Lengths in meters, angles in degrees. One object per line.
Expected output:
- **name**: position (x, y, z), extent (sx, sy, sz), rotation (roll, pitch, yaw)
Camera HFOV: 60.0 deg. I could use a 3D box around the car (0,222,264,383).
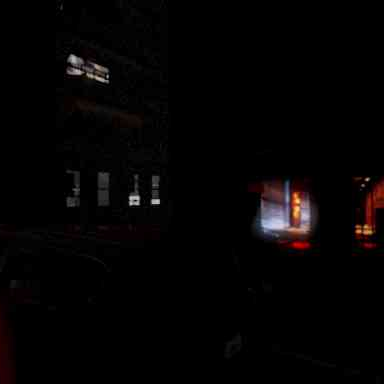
- **car**: position (-1.613, 1.301, 4.049), extent (5.009, 1.841, 2.192), rotation (0, -1, 36)
